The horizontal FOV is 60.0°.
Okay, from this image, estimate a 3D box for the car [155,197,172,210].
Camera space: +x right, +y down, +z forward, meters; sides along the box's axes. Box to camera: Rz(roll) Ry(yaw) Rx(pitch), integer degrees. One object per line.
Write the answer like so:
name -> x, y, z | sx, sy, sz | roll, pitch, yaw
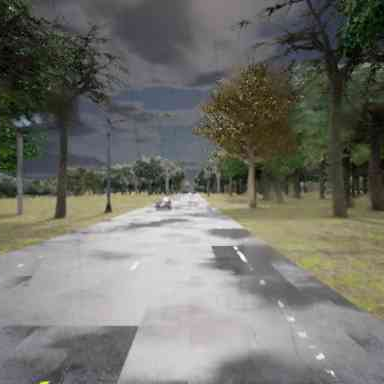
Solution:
car -> -3.575, 1.434, 42.216 | 2.128, 1.511, 4.902 | 0, 0, 0
